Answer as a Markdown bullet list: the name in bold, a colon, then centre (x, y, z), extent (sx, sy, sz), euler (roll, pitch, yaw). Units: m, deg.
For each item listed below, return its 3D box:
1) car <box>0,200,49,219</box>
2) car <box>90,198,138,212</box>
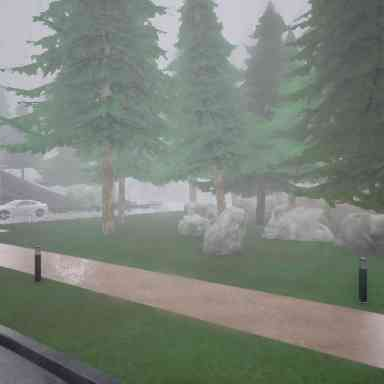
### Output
- **car**: centre (-14.182, 1.363, 27.315), extent (1.812, 1.442, 4.674), euler (0, 0, 35)
- **car**: centre (-8.211, 1.385, 35.652), extent (2.033, 1.411, 5.357), euler (0, 0, 36)
